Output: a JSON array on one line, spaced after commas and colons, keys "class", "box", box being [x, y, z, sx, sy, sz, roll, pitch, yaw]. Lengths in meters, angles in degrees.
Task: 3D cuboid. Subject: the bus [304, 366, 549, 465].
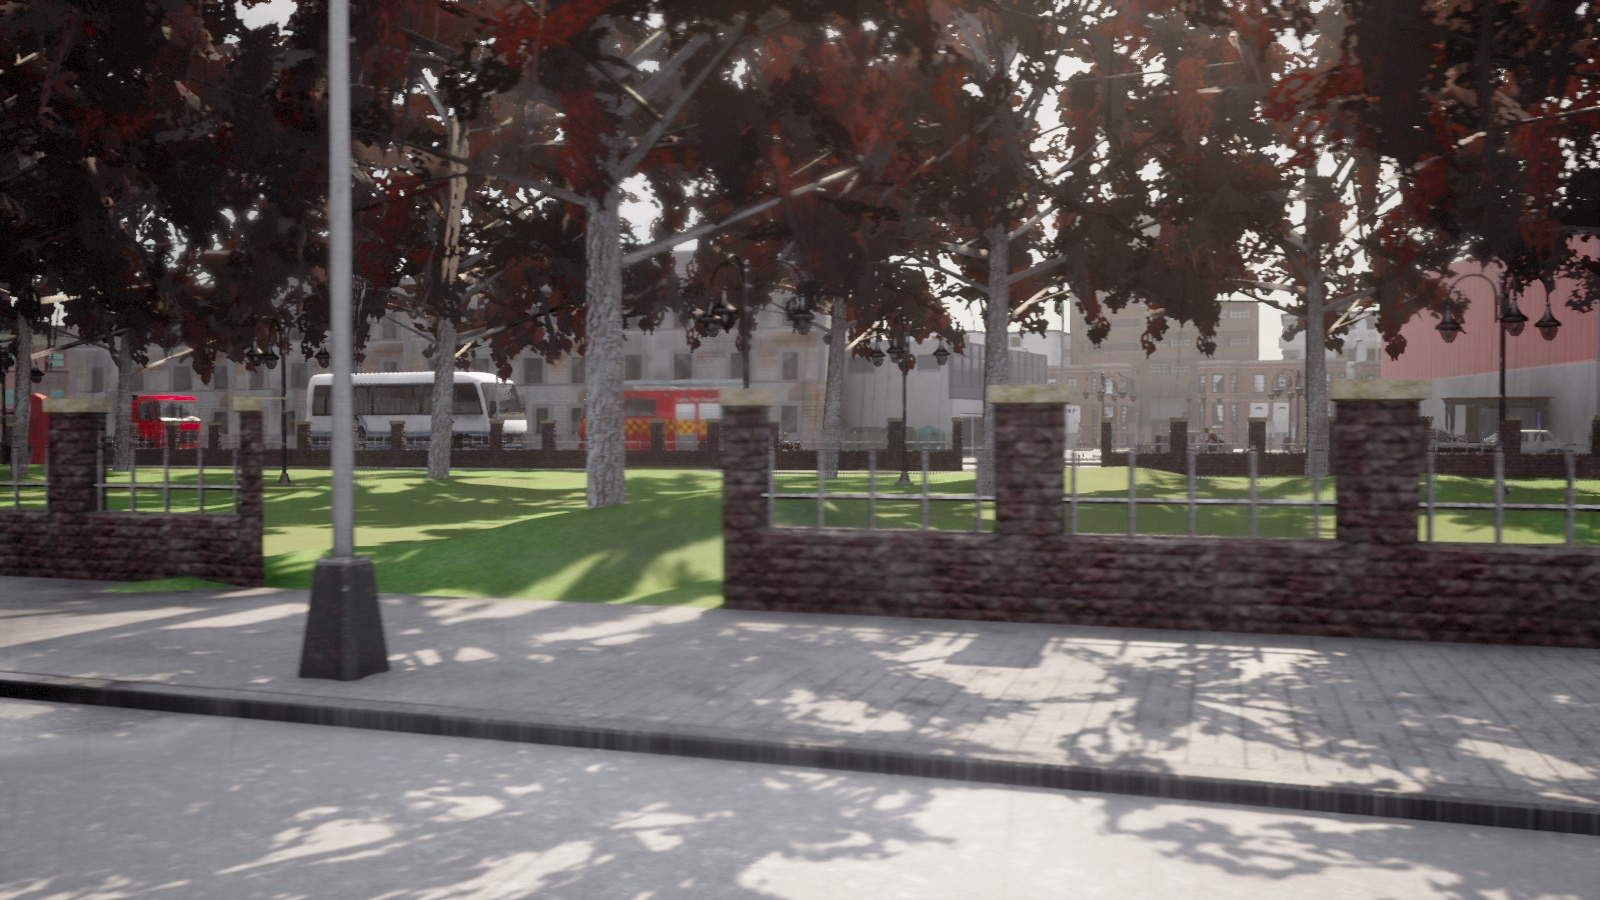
[{"class": "bus", "box": [-16.963, -1.545, 57.154, 10.273, 4.253, 3.944, 1, 1, 18]}]

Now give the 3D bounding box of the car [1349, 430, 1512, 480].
[{"class": "car", "box": [22.039, 0.136, 44.095, 4.856, 1.649, 2.033, 1, 1, 19]}]

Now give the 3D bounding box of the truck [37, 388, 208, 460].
[{"class": "truck", "box": [-33.928, -1.314, 62.906, 7.936, 3.462, 2.891, 1, 1, 19]}]

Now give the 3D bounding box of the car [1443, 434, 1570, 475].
[{"class": "car", "box": [26.310, 0.144, 46.879, 3.806, 1.475, 1.970, 1, 1, 19]}]

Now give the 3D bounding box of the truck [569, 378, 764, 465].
[{"class": "truck", "box": [-6.139, -1.297, 57.756, 8.468, 3.827, 2.891, 1, 1, 19]}]
